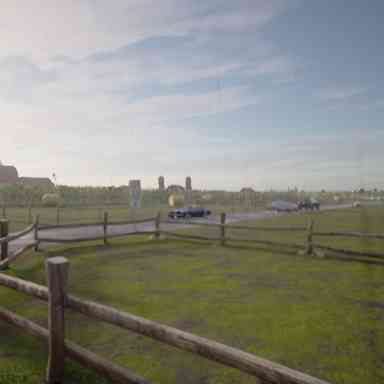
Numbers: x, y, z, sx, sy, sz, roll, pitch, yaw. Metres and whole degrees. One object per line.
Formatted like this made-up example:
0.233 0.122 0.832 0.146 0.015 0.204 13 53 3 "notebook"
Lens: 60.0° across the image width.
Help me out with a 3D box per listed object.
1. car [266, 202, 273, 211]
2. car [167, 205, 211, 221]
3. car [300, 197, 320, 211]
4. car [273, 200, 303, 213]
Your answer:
12.600 2.095 49.113 1.837 1.490 4.892 -1 -2 35 "car"
-0.208 1.890 30.854 1.895 1.301 4.718 -1 -1 35 "car"
18.613 1.867 52.927 2.150 2.045 5.566 -1 -1 35 "car"
12.939 2.074 44.691 1.994 1.385 4.181 -1 -1 36 "car"
